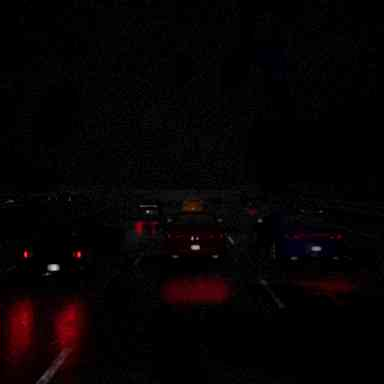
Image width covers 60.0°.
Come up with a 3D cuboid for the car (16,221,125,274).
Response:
[{"bbox_3d":[-3.400,1.552,10.401,1.895,1.301,4.718,0,0,0],"label":"car"}]

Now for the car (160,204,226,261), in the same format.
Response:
[{"bbox_3d":[0.100,1.418,12.034,1.882,1.535,5.008,0,0,0],"label":"car"}]

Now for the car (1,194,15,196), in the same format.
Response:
[{"bbox_3d":[-24.572,1.063,44.402,2.128,1.511,4.902,0,1,0],"label":"car"}]

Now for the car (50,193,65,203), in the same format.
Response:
[{"bbox_3d":[-21.059,0.928,52.625,1.882,1.535,5.008,0,1,0],"label":"car"}]

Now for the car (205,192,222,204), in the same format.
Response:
[{"bbox_3d":[3.500,0.959,50.778,1.882,1.535,5.008,0,1,0],"label":"car"}]

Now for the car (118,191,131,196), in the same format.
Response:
[{"bbox_3d":[-14.000,0.504,69.725,2.097,1.767,4.553,0,1,0],"label":"car"}]

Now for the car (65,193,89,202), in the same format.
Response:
[{"bbox_3d":[-17.558,0.965,51.932,1.837,1.490,4.892,0,1,0],"label":"car"}]

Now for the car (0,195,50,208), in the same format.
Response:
[{"bbox_3d":[-14.097,1.278,27.438,2.128,1.511,4.902,0,1,0],"label":"car"}]

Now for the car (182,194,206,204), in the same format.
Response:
[{"bbox_3d":[0.100,1.232,30.280,1.882,1.535,5.008,0,1,0],"label":"car"}]

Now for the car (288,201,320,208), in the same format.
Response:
[{"bbox_3d":[7.061,1.345,21.768,2.128,1.511,4.902,0,1,1],"label":"car"}]

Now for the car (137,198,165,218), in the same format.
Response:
[{"bbox_3d":[-3.400,1.272,28.028,2.128,1.511,4.902,0,1,0],"label":"car"}]

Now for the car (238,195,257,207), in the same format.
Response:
[{"bbox_3d":[7.098,1.098,42.976,1.837,1.490,4.892,0,1,0],"label":"car"}]

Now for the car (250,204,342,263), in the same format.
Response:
[{"bbox_3d":[3.501,1.420,11.829,1.882,1.535,5.008,0,0,0],"label":"car"}]
